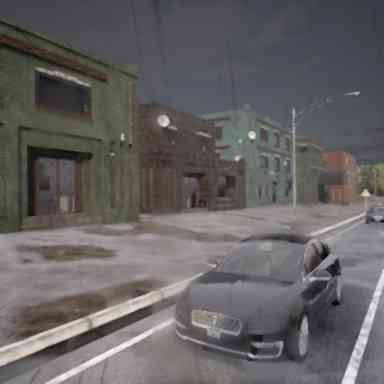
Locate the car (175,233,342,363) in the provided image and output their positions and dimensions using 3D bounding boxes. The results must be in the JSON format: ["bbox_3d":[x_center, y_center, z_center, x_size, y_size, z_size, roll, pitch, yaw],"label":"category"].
[{"bbox_3d":[1.591,1.614,6.327,1.837,1.490,4.892,-1,-1,33],"label":"car"}]

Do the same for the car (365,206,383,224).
[{"bbox_3d":[15.813,1.907,28.001,2.128,1.511,4.902,-1,-1,33],"label":"car"}]
